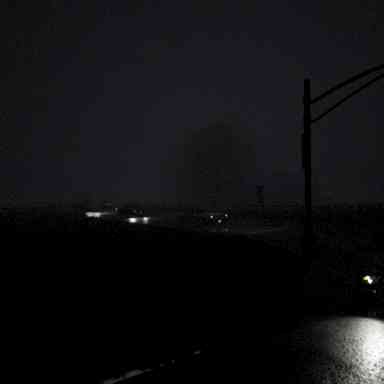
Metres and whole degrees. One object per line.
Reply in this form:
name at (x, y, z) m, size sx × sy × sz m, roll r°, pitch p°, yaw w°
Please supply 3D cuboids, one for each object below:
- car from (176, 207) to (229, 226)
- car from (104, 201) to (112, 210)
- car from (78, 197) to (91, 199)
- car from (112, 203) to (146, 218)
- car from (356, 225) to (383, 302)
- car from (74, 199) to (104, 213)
car at (0.760, 1.902, 26.429) m, size 1.895 × 1.301 × 4.718 m, roll -1°, pitch 0°, yaw -36°
car at (-14.357, 2.152, 53.826) m, size 2.128 × 1.511 × 4.902 m, roll -1°, pitch 0°, yaw -35°
car at (-20.415, 2.027, 62.263) m, size 2.150 × 2.045 × 5.566 m, roll -1°, pitch 0°, yaw -36°
car at (-6.807, 1.985, 36.977) m, size 1.837 × 1.490 × 4.892 m, roll -1°, pitch 0°, yaw -36°
car at (5.232, 1.540, 8.038) m, size 2.033 × 1.411 × 5.357 m, roll 0°, pitch 0°, yaw 32°
car at (-15.128, 2.170, 48.639) m, size 2.128 × 1.511 × 4.902 m, roll -1°, pitch 0°, yaw -35°
